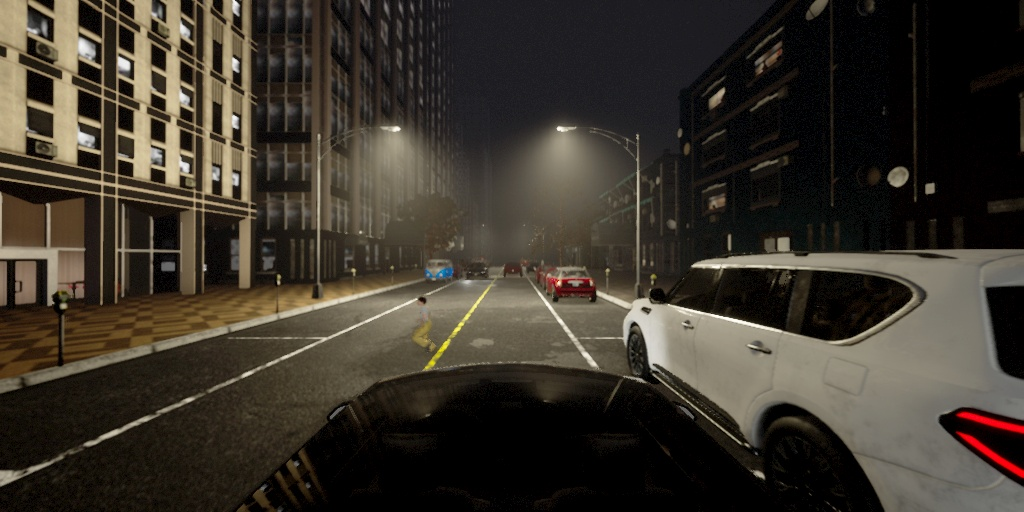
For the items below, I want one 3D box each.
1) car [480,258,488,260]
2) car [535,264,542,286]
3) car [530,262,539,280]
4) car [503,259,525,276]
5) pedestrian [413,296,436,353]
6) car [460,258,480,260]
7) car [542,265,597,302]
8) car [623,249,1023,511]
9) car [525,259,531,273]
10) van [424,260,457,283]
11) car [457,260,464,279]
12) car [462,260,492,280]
[{"bbox_3d":[-5.684,1.243,61.386,2.192,1.841,5.009,0,0,0],"label":"car"},{"bbox_3d":[2.693,1.388,22.624,1.802,1.307,4.207,0,0,0],"label":"car"},{"bbox_3d":[2.694,1.367,28.162,1.888,1.381,4.507,0,0,0],"label":"car"},{"bbox_3d":[0.101,1.330,38.434,1.882,1.535,5.008,0,-1,0],"label":"car"},{"bbox_3d":[-1.769,1.339,7.328,0.375,1.300,0.375,0,0,2],"label":"pedestrian"},{"bbox_3d":[-5.685,1.187,44.775,2.192,1.841,5.009,0,0,0],"label":"car"},{"bbox_3d":[2.692,1.230,17.087,1.967,1.591,4.097,0,0,0],"label":"car"},{"bbox_3d":[3.000,0.981,3.906,2.150,2.045,5.566,0,0,0],"label":"car"},{"bbox_3d":[2.695,1.438,44.773,1.948,1.339,4.313,0,0,0],"label":"car"},{"bbox_3d":[-5.688,1.162,28.164,1.690,1.789,3.998,0,0,0],"label":"van"},{"bbox_3d":[-5.687,1.383,33.701,1.888,1.381,4.507,0,0,0],"label":"car"},{"bbox_3d":[-3.095,1.341,32.980,1.837,1.490,4.892,0,0,0],"label":"car"}]
